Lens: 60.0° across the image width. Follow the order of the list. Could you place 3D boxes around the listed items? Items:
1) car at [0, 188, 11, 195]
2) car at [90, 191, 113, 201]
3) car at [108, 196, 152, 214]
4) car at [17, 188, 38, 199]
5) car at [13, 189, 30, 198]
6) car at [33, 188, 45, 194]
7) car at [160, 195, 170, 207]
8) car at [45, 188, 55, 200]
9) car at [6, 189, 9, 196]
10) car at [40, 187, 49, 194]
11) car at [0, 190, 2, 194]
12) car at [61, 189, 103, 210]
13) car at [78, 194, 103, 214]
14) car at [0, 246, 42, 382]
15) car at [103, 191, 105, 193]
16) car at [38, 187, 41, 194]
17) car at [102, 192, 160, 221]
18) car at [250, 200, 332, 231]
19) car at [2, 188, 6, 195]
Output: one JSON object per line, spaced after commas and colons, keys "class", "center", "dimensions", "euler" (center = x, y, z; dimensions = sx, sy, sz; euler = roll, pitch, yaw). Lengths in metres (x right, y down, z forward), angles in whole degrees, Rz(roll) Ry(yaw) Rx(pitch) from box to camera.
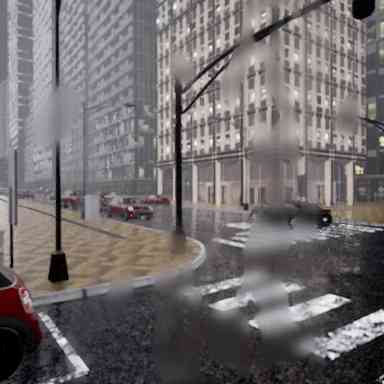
{"class": "car", "center": [-43.206, -0.150, 76.877], "dimensions": [1.887, 1.381, 4.507], "euler": [1, 1, -36]}
{"class": "car", "center": [-13.695, 0.569, 50.110], "dimensions": [1.947, 1.339, 4.313], "euler": [1, 1, -36]}
{"class": "car", "center": [-5.450, 1.065, 28.658], "dimensions": [1.895, 1.301, 4.718], "euler": [0, 1, -36]}
{"class": "car", "center": [-26.962, 0.383, 54.229], "dimensions": [1.887, 1.381, 4.507], "euler": [1, 1, -36]}
{"class": "car", "center": [-30.210, 0.283, 58.759], "dimensions": [2.008, 1.369, 4.403], "euler": [1, 1, -36]}
{"class": "car", "center": [-39.694, -0.286, 86.360], "dimensions": [1.947, 1.339, 4.313], "euler": [1, 1, -36]}
{"class": "car", "center": [-3.945, 0.907, 36.515], "dimensions": [1.802, 1.307, 4.206], "euler": [1, 1, -36]}
{"class": "car", "center": [-18.990, 0.508, 47.673], "dimensions": [2.128, 1.511, 4.902], "euler": [0, 1, -35]}
{"class": "car", "center": [-33.459, 0.170, 63.288], "dimensions": [1.887, 1.381, 4.507], "euler": [1, 1, -36]}
{"class": "car", "center": [-33.194, -0.094, 77.297], "dimensions": [1.887, 1.381, 4.507], "euler": [1, 1, -36]}
{"class": "car", "center": [-39.957, -0.023, 72.347], "dimensions": [1.947, 1.339, 4.313], "euler": [1, 1, -36]}
{"class": "car", "center": [-10.713, 0.689, 31.580], "dimensions": [2.192, 1.841, 5.009], "euler": [1, 1, -36]}
{"class": "car", "center": [-7.470, 1.063, 27.052], "dimensions": [1.802, 1.307, 4.206], "euler": [1, 1, -36]}
{"class": "car", "center": [-4.024, 1.446, 3.691], "dimensions": [4.097, 1.590, 1.967], "euler": [0, 0, -36]}
{"class": "car", "center": [-10.543, 0.633, 45.717], "dimensions": [1.752, 1.417, 4.829], "euler": [1, 1, -36]}
{"class": "car", "center": [-36.439, -0.430, 81.827], "dimensions": [2.192, 1.841, 5.009], "euler": [1, 1, -36]}
{"class": "car", "center": [-4.218, 1.029, 22.522], "dimensions": [1.967, 1.590, 4.097], "euler": [1, 1, -36]}
{"class": "car", "center": [5.404, 1.199, 18.830], "dimensions": [1.882, 1.535, 5.008], "euler": [0, 1, -31]}
{"class": "car", "center": [-36.708, 0.069, 67.818], "dimensions": [2.008, 1.369, 4.403], "euler": [1, 1, -36]}
